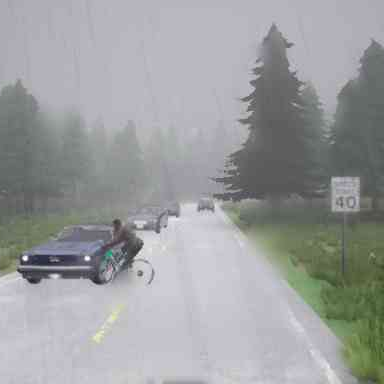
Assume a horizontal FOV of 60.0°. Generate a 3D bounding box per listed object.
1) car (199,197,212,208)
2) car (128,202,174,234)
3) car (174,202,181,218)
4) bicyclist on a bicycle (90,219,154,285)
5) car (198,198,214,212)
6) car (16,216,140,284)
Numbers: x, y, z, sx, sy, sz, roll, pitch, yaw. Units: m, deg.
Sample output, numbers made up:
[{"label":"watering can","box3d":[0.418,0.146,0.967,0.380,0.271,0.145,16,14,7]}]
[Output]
[{"label":"car","box3d":[2.040,1.478,48.960,1.882,1.535,5.008,0,0,4]},{"label":"car","box3d":[-2.525,1.491,19.407,2.128,1.511,4.902,0,0,3]},{"label":"car","box3d":[-2.094,1.564,30.046,1.994,1.385,4.181,0,0,2]},{"label":"bicyclist on a bicycle","box3d":[-1.713,1.489,8.101,1.656,1.620,0.582,3,-3,2]},{"label":"car","box3d":[1.635,1.601,39.049,1.895,1.301,4.718,0,0,3]},{"label":"car","box3d":[-3.007,1.598,9.717,1.895,1.301,4.718,0,0,2]}]
